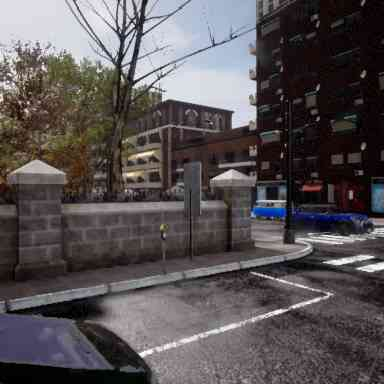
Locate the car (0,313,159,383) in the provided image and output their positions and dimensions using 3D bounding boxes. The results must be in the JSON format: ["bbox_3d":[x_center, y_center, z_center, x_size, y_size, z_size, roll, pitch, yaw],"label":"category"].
[{"bbox_3d":[-2.191,1.564,1.845,4.181,1.385,1.994,0,0,-35],"label":"car"}]

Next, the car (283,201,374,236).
[{"bbox_3d":[8.121,1.526,19.693,2.097,1.767,4.553,0,-1,-40],"label":"car"}]

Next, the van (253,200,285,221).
[{"bbox_3d":[7.313,1.643,30.193,1.690,1.788,3.998,-1,0,-36],"label":"van"}]
